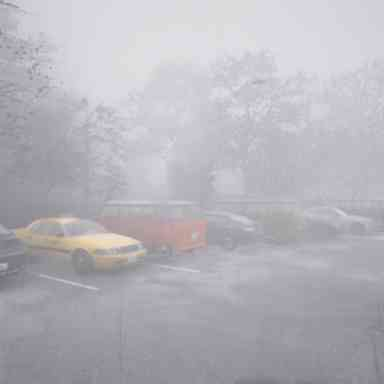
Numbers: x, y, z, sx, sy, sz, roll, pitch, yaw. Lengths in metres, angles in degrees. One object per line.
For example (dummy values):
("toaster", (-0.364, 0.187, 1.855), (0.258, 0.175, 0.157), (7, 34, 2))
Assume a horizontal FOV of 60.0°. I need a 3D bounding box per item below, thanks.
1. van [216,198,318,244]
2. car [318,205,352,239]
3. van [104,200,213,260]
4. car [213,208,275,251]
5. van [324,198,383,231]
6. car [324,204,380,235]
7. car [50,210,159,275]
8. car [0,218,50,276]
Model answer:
("van", (3.303, 1.301, 15.801), (4.442, 1.987, 1.878), (-1, -1, 34))
("car", (5.602, 1.581, 17.573), (4.674, 1.452, 2.002), (-1, -1, 35))
("van", (-1.687, 1.280, 12.505), (4.442, 1.987, 1.878), (-1, -1, 34))
("car", (0.808, 1.554, 14.144), (4.674, 1.452, 2.002), (-1, -1, 34))
("van", (10.295, 1.348, 21.055), (4.442, 1.987, 1.878), (-1, -1, 34))
("car", (7.998, 1.596, 19.286), (4.674, 1.452, 2.002), (-1, -1, 34))
("car", (-3.831, 1.489, 10.625), (5.366, 1.575, 1.946), (-1, -1, 35))
("car", (-6.377, 1.486, 9.012), (4.892, 1.521, 2.231), (-1, -1, 35))
